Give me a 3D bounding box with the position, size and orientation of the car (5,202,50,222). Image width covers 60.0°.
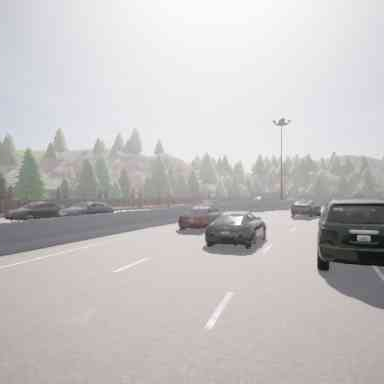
[{"bbox_3d":[-12.175,1.549,26.268,1.837,1.490,4.892,0,0,26],"label":"car"}]

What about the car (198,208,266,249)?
[{"bbox_3d":[2.065,1.568,14.901,1.994,1.385,4.181,0,0,22],"label":"car"}]

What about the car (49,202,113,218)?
[{"bbox_3d":[-8.293,1.531,26.229,2.128,1.511,4.902,0,0,27],"label":"car"}]

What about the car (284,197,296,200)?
[{"bbox_3d":[18.137,1.558,59.507,5.008,1.535,1.882,1,-1,-39],"label":"car"}]

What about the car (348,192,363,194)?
[{"bbox_3d":[31.390,1.110,64.791,5.566,2.045,2.150,0,0,-32],"label":"car"}]

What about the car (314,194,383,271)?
[{"bbox_3d":[5.165,1.223,10.632,2.150,2.045,5.566,0,0,21],"label":"car"}]

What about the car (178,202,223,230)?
[{"bbox_3d":[0.814,1.577,20.585,1.994,1.385,4.181,0,0,25],"label":"car"}]

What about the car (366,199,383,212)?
[{"bbox_3d":[22.538,1.538,39.667,1.994,1.385,4.181,0,0,45],"label":"car"}]

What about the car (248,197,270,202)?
[{"bbox_3d":[11.843,1.593,58.653,4.902,1.511,2.128,0,0,-42],"label":"car"}]

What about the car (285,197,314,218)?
[{"bbox_3d":[10.546,1.496,30.426,2.128,1.511,4.902,0,0,34],"label":"car"}]

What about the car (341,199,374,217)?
[{"bbox_3d":[16.015,1.464,32.085,1.882,1.535,5.008,0,0,38],"label":"car"}]

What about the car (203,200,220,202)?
[{"bbox_3d":[1.989,1.574,36.815,1.812,1.442,4.674,0,0,35],"label":"car"}]
